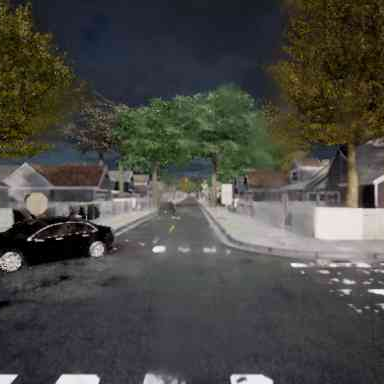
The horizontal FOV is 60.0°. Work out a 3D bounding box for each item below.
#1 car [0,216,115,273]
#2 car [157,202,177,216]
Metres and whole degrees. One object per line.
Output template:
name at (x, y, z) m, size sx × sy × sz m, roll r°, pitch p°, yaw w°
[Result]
car at (-4.892, 1.639, 11.242) m, size 1.837 × 1.490 × 4.892 m, roll 6°, pitch 3°, yaw 39°
car at (-2.708, 1.864, 36.582) m, size 1.837 × 1.490 × 4.892 m, roll 0°, pitch 0°, yaw 0°
